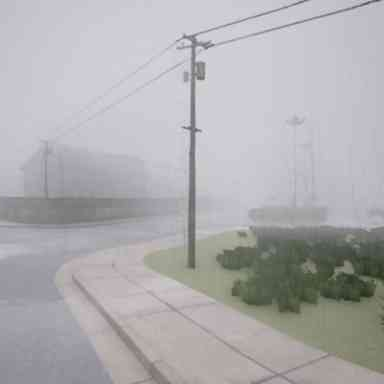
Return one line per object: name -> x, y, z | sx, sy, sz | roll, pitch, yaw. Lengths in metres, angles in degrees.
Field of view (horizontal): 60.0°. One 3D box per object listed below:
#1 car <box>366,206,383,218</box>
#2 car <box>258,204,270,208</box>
car -> 25.242, 2.768, 45.827 | 1.837, 1.490, 4.892 | 0, -1, 21
car -> 14.062, 3.051, 64.453 | 2.128, 1.511, 4.902 | 0, -1, 22
